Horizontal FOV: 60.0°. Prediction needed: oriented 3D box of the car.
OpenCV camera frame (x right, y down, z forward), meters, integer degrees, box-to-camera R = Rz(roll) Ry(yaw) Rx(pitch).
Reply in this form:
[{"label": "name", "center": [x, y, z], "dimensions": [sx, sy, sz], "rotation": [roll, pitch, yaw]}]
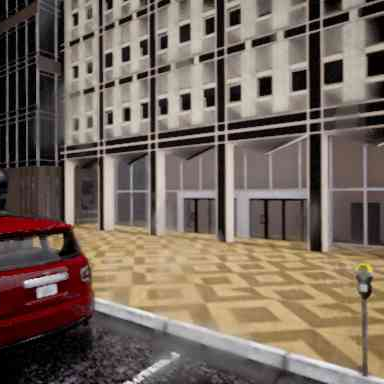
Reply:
[{"label": "car", "center": [-3.763, 1.326, 5.566], "dimensions": [5.009, 1.841, 2.192], "rotation": [0, 0, 36]}]
